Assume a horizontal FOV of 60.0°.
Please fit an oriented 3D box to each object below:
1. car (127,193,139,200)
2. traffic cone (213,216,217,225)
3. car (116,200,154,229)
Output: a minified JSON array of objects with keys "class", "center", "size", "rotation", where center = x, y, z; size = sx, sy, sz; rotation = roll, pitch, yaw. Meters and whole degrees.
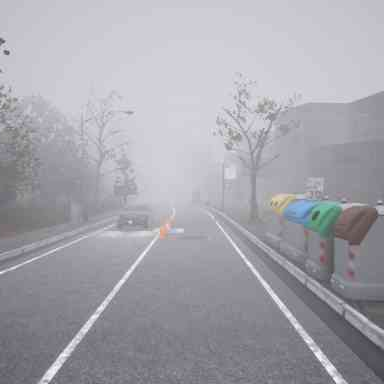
[{"class":"car","center":[-15.308,1.295,85.374],"size":[2.150,2.045,5.566],"rotation":[-2,0,-23]},{"class":"traffic cone","center":[1.506,1.913,22.069],"size":[0.340,0.580,0.340],"rotation":[0,0,6]},{"class":"car","center":[-3.514,1.464,21.277],"size":[1.837,1.490,4.892],"rotation":[0,0,0]}]
